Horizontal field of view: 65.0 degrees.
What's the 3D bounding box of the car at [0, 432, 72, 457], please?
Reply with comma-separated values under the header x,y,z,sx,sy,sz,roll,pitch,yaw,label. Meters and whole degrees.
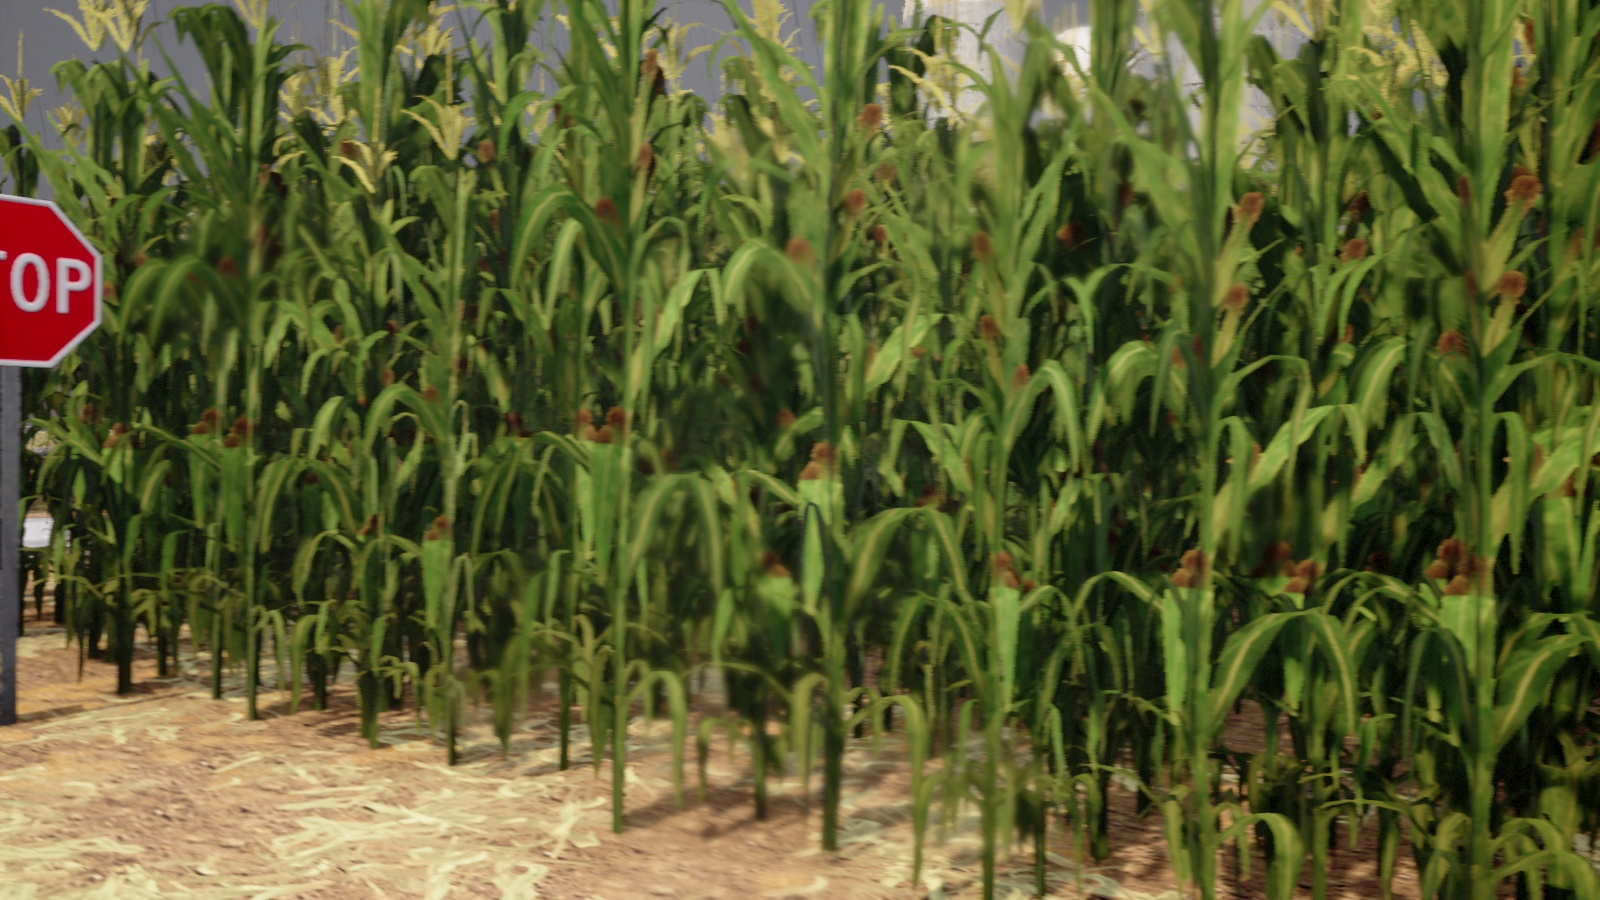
x,y,z,sx,sy,sz,roll,pitch,yaw,label
-46.659,-0.362,75.949,1.816,1.474,4.193,1,1,38,car
